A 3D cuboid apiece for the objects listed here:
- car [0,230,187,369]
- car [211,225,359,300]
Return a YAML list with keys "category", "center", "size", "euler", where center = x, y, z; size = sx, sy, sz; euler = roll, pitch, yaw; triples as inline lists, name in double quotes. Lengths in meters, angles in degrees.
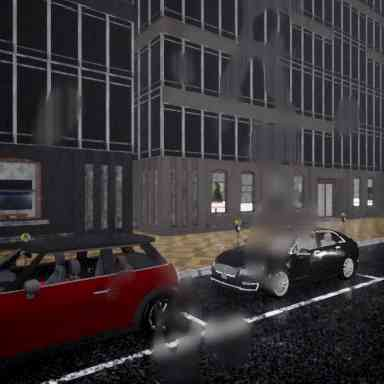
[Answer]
- category: "car"
  center: [-2.177, 1.440, 5.008]
  size: [4.097, 1.590, 1.967]
  euler: [0, 0, -36]
- category: "car"
  center: [2.456, 1.550, 8.314]
  size: [4.403, 1.369, 2.008]
  euler: [0, 0, -36]
